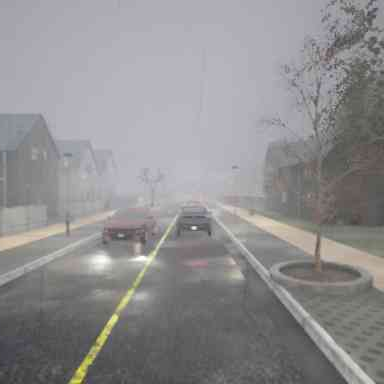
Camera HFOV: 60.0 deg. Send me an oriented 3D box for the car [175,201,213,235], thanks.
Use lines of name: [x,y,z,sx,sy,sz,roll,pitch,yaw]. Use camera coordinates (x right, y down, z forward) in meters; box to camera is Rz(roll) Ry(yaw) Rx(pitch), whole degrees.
car: [0.094,1.498,18.648,1.837,1.490,4.892,0,0,0]

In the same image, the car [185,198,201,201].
car: [0.087,1.463,42.825,1.882,1.535,5.008,0,0,0]

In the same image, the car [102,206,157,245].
car: [-2.815,1.472,15.736,1.882,1.535,5.008,0,0,0]
